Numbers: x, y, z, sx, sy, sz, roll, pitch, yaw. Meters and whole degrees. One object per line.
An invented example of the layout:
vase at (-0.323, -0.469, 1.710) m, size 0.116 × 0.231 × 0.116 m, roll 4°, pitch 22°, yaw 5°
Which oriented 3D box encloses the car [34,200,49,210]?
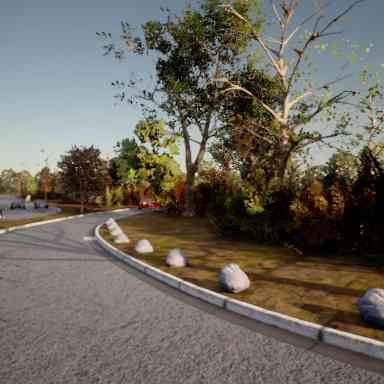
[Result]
car at (-23.558, 1.967, 52.058) m, size 2.128 × 1.511 × 4.902 m, roll 0°, pitch 0°, yaw -28°

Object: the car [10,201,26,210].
car at (-26.630, 2.041, 50.937) m, size 1.994 × 1.385 × 4.181 m, roll 0°, pitch 0°, yaw -29°

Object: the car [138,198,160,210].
car at (-6.097, 1.688, 48.886) m, size 2.097 × 1.767 × 4.553 m, roll 0°, pitch 1°, yaw 16°

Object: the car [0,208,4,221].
car at (-17.727, 1.774, 27.776) m, size 1.837 × 1.490 × 4.892 m, roll 0°, pitch -1°, yaw 0°
